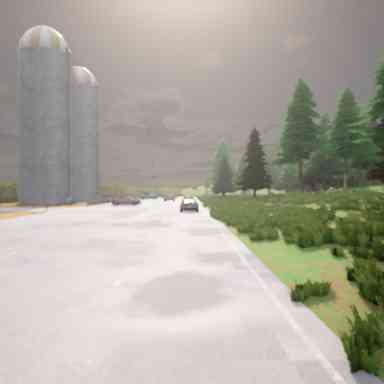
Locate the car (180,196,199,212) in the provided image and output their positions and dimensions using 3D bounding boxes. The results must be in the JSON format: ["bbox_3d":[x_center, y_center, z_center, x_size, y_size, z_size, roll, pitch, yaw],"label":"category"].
[{"bbox_3d":[-0.282,1.368,35.080,1.994,1.385,4.181,0,0,0],"label":"car"}]

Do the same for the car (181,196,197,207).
[{"bbox_3d":[-0.438,1.290,46.099,2.033,1.411,5.357,0,0,0],"label":"car"}]

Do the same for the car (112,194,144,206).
[{"bbox_3d":[-9.555,1.300,48.612,4.181,1.381,1.994,0,0,-1],"label":"car"}]

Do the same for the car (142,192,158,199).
[{"bbox_3d":[-10.389,1.051,81.613,3.988,1.617,1.851,0,0,-1],"label":"car"}]

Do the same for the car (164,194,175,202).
[{"bbox_3d":[-4.134,1.136,61.578,1.994,1.385,4.181,0,0,-1],"label":"car"}]
